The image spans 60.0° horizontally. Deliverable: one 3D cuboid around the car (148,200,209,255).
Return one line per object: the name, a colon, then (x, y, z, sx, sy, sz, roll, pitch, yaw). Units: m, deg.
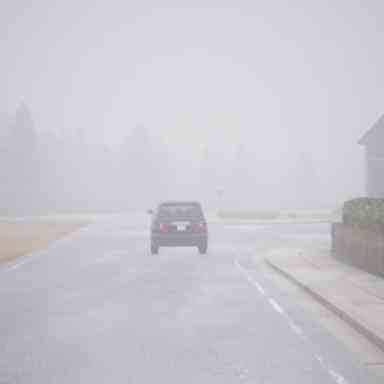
car: (-0.692, 1.342, 14.240, 2.150, 2.045, 5.566, 0, 0, -7)

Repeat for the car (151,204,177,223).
car: (-2.547, 1.827, 29.320, 2.033, 1.411, 5.357, 0, -1, -7)
